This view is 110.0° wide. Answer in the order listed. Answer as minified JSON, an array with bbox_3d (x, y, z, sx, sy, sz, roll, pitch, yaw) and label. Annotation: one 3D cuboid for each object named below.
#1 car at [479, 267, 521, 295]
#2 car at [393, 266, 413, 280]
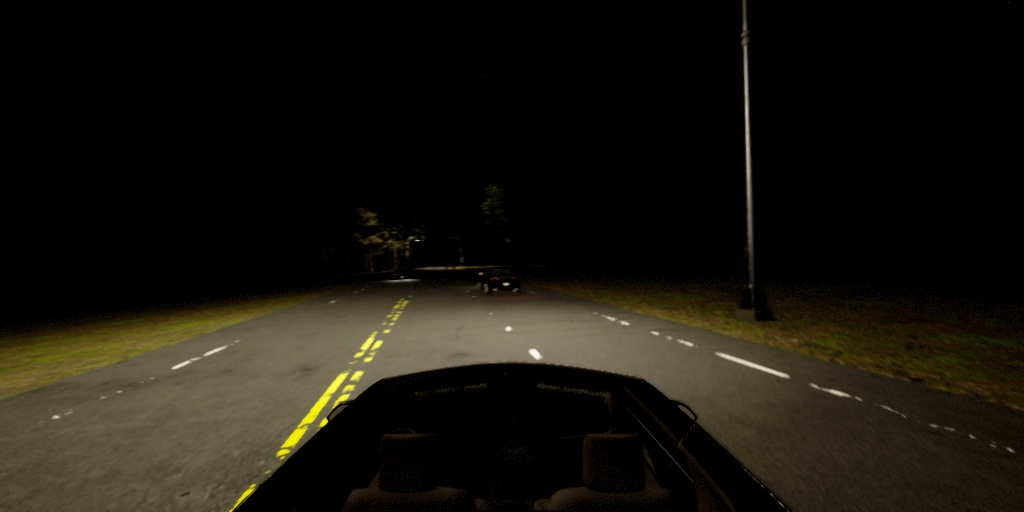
[{"bbox_3d":[-0.843,1.388,21.681,1.882,1.535,5.008,-1,0,-12],"label":"car"},{"bbox_3d":[-11.834,1.800,39.283,2.033,1.411,5.357,-1,0,-12],"label":"car"}]
